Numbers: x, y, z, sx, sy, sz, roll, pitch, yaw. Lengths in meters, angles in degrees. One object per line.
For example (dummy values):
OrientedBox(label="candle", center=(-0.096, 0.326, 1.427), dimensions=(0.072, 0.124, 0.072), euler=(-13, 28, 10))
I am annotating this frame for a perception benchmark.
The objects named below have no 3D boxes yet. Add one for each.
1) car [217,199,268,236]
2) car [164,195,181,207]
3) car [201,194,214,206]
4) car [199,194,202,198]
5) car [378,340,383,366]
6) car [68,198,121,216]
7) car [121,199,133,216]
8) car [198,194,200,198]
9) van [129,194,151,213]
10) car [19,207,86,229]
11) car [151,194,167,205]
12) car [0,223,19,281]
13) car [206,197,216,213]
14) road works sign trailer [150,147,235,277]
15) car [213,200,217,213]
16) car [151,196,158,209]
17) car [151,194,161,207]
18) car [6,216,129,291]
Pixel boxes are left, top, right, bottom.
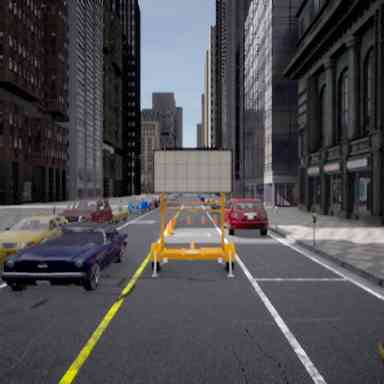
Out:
OrientedBox(label="car", center=(2.801, 1.282, 18.248), dimensions=(2.192, 1.841, 5.009), euler=(0, 0, 0))
OrientedBox(label="car", center=(-2.979, 1.528, 49.731), dimensions=(1.895, 1.301, 4.718), euler=(0, 0, 0))
OrientedBox(label="car", center=(2.878, 1.365, 52.091), dimensions=(1.967, 1.590, 4.097), euler=(0, 0, 0))
OrientedBox(label="car", center=(2.904, 1.480, 63.372), dimensions=(1.947, 1.339, 4.313), euler=(0, 0, 0))
OrientedBox(label="car", center=(2.763, 1.522, 1.497), dimensions=(1.752, 1.417, 4.829), euler=(0, 0, 0))
OrientedBox(label="car", center=(-5.724, 1.282, 18.260), dimensions=(2.192, 1.841, 5.009), euler=(0, 0, 0))
OrientedBox(label="car", center=(-5.711, 1.484, 23.732), dimensions=(1.752, 1.417, 4.829), euler=(0, 0, 0))
OrientedBox(label="car", center=(2.942, 1.443, 80.294), dimensions=(1.887, 1.381, 4.507), euler=(0, 0, 0))
OrientedBox(label="van", center=(-5.686, 1.284, 35.183), dimensions=(1.690, 1.788, 3.998), euler=(0, 0, 0))
OrientedBox(label="car", center=(-5.737, 1.502, 12.450), dimensions=(1.752, 1.417, 4.829), euler=(0, 0, 0))
OrientedBox(label="car", center=(-5.635, 1.235, 57.745), dimensions=(2.192, 1.841, 5.009), euler=(0, 0, 0))
OrientedBox(label="car", center=(-5.750, 1.512, 6.809), dimensions=(1.752, 1.417, 4.829), euler=(0, 0, 0))
OrientedBox(label="car", center=(2.840, 1.494, 35.170), dimensions=(2.008, 1.369, 4.403), euler=(0, 0, 0))
OrientedBox(label="road works sign trailer", center=(0.023, 0.445, 10.161), dimensions=(2.380, 3.560, 2.880), euler=(0, 0, 0))
OrientedBox(label="car", center=(2.814, 1.509, 23.889), dimensions=(2.008, 1.369, 4.403), euler=(0, 0, 0))
OrientedBox(label="car", center=(-5.673, 1.487, 40.823), dimensions=(2.008, 1.369, 4.403), euler=(0, 0, 0))
OrientedBox(label="car", center=(-5.661, 1.245, 46.464), dimensions=(2.192, 1.841, 5.009), euler=(0, 0, 0))
OrientedBox(label="car", center=(-3.079, 1.584, 9.103), dimensions=(1.895, 1.301, 4.718), euler=(0, 0, 0))
